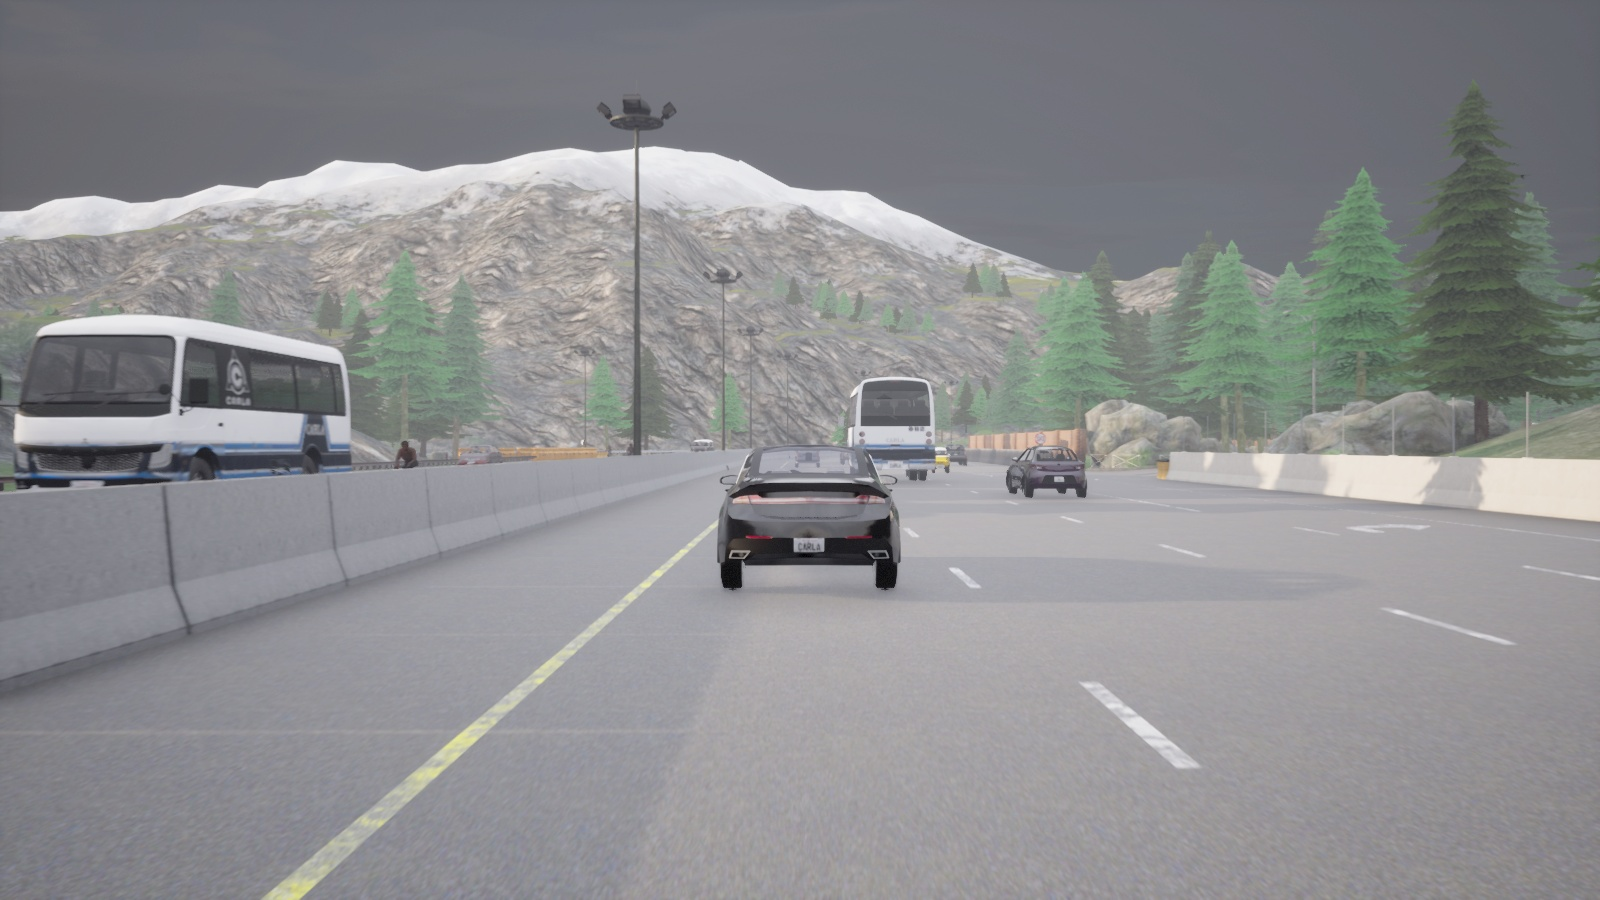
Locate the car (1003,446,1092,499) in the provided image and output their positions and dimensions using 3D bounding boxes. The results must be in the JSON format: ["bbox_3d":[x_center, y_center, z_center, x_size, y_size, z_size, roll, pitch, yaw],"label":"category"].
[{"bbox_3d":[7.231,0.621,37.038,1.816,1.474,4.193,0,0,0],"label":"car"}]

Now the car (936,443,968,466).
[{"bbox_3d":[11.046,0.295,91.286,1.851,1.617,3.988,0,0,0],"label":"car"}]

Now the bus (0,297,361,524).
[{"bbox_3d":[-13.817,-0.753,28.642,3.944,4.253,10.273,0,0,0],"label":"bus"}]

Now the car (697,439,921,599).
[{"bbox_3d":[0.099,0.647,14.380,2.128,1.511,4.902,0,0,0],"label":"car"}]

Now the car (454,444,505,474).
[{"bbox_3d":[-17.095,0.448,67.105,1.789,1.549,3.705,0,0,0],"label":"car"}]

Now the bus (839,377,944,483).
[{"bbox_3d":[3.840,-0.845,55.597,3.944,4.253,10.273,0,1,0],"label":"bus"}]

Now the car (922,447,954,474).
[{"bbox_3d":[7.408,0.541,67.516,1.481,1.376,2.207,0,1,0],"label":"car"}]
